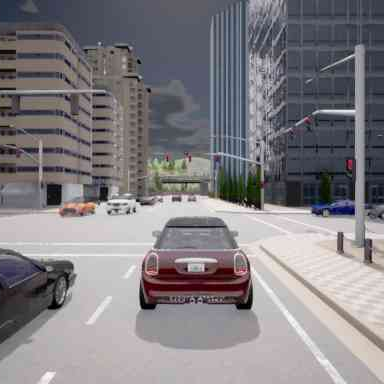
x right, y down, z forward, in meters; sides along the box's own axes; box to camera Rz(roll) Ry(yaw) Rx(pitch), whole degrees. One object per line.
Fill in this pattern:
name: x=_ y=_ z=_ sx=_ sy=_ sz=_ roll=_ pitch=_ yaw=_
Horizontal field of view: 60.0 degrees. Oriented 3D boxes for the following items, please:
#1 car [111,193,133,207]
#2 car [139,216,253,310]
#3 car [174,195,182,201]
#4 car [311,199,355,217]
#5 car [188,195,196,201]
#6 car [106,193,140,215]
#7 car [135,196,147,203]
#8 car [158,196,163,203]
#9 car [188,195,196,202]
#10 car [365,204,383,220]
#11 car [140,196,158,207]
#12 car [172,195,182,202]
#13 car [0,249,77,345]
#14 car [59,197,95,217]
car: x=-10.596 y=1.221 z=51.026 sx=2.150 sy=2.045 sz=5.566 roll=0 pitch=0 yaw=0
car: x=0.082 y=1.352 z=7.988 sx=2.097 sy=1.767 sz=4.553 roll=0 pitch=0 yaw=0
car: x=-3.504 y=1.509 z=84.353 sx=2.033 sy=1.411 sz=5.357 roll=0 pitch=0 yaw=0
car: x=13.292 y=1.422 z=29.885 sx=5.008 sy=1.535 sz=1.882 roll=0 pitch=0 yaw=1
car: x=-0.004 y=1.493 z=84.353 sx=1.812 sy=1.442 sz=4.674 roll=0 pitch=0 yaw=0
car: x=-7.105 y=1.190 z=33.955 sx=2.150 sy=2.045 sz=5.566 roll=0 pitch=-1 yaw=0
car: x=-10.503 y=1.601 z=68.695 sx=1.895 sy=1.301 sz=4.718 roll=0 pitch=0 yaw=0
car: x=-7.010 y=1.510 z=68.356 sx=2.128 sy=1.511 sz=4.902 roll=0 pitch=0 yaw=0
car: x=-0.004 y=1.547 z=75.859 sx=1.994 sy=1.385 sz=4.181 roll=0 pitch=0 yaw=0
car: x=16.279 y=1.436 z=26.362 sx=4.902 sy=1.511 sz=2.128 roll=0 pitch=0 yaw=0
car: x=-7.097 y=1.547 z=53.021 sx=2.033 sy=1.411 sz=5.357 roll=0 pitch=0 yaw=0
car: x=-3.504 y=1.470 z=74.743 sx=1.882 sy=1.535 sz=5.008 roll=0 pitch=0 yaw=0
car: x=-3.434 y=1.547 z=4.790 sx=2.033 sy=1.411 sz=5.357 roll=0 pitch=0 yaw=0
car: x=-10.603 y=1.307 z=30.981 sx=2.097 sy=1.767 sz=4.553 roll=0 pitch=0 yaw=0
